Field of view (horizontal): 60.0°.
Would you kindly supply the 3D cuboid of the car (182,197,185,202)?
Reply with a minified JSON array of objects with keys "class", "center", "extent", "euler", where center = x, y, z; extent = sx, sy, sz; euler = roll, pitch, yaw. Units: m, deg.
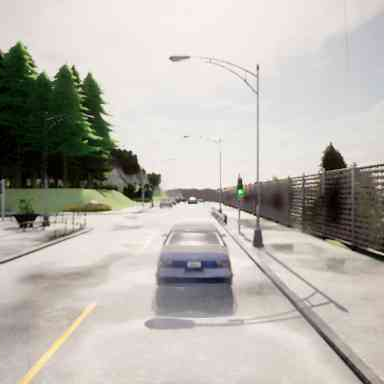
[{"class":"car","center":[-3.610,1.920,86.426],"extent":[5.357,1.411,2.033],"euler":[0,0,40]}]

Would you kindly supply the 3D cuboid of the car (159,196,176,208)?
[{"class":"car","center":[-4.033,1.734,52.191],"extent":[1.837,1.490,4.892],"euler":[0,0,0]}]

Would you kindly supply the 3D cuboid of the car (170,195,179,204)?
[{"class":"car","center":[-3.992,1.798,62.088],"extent":[1.812,1.442,4.674],"euler":[0,0,1]}]

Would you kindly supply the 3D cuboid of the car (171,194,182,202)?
[{"class":"car","center":[-3.917,1.544,72.494],"extent":[2.150,2.045,5.566],"euler":[0,0,0]}]

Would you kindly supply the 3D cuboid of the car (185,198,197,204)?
[{"class":"car","center":[0.115,1.866,70.276],"extent":[1.994,1.385,4.181],"euler":[0,0,0]}]

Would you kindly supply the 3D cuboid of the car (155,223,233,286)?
[{"class":"car","center":[0.066,1.590,9.549],"extent":[2.033,1.411,5.357],"euler":[0,0,0]}]
